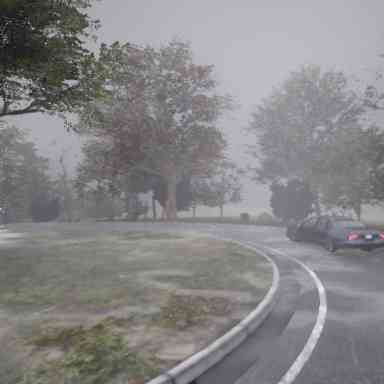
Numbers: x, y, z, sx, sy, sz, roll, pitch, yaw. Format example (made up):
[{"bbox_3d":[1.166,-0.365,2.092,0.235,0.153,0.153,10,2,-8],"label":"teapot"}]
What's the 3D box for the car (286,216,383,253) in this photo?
[{"bbox_3d":[6.171,1.780,14.922,2.033,1.411,5.357,0,-1,-10],"label":"car"}]
